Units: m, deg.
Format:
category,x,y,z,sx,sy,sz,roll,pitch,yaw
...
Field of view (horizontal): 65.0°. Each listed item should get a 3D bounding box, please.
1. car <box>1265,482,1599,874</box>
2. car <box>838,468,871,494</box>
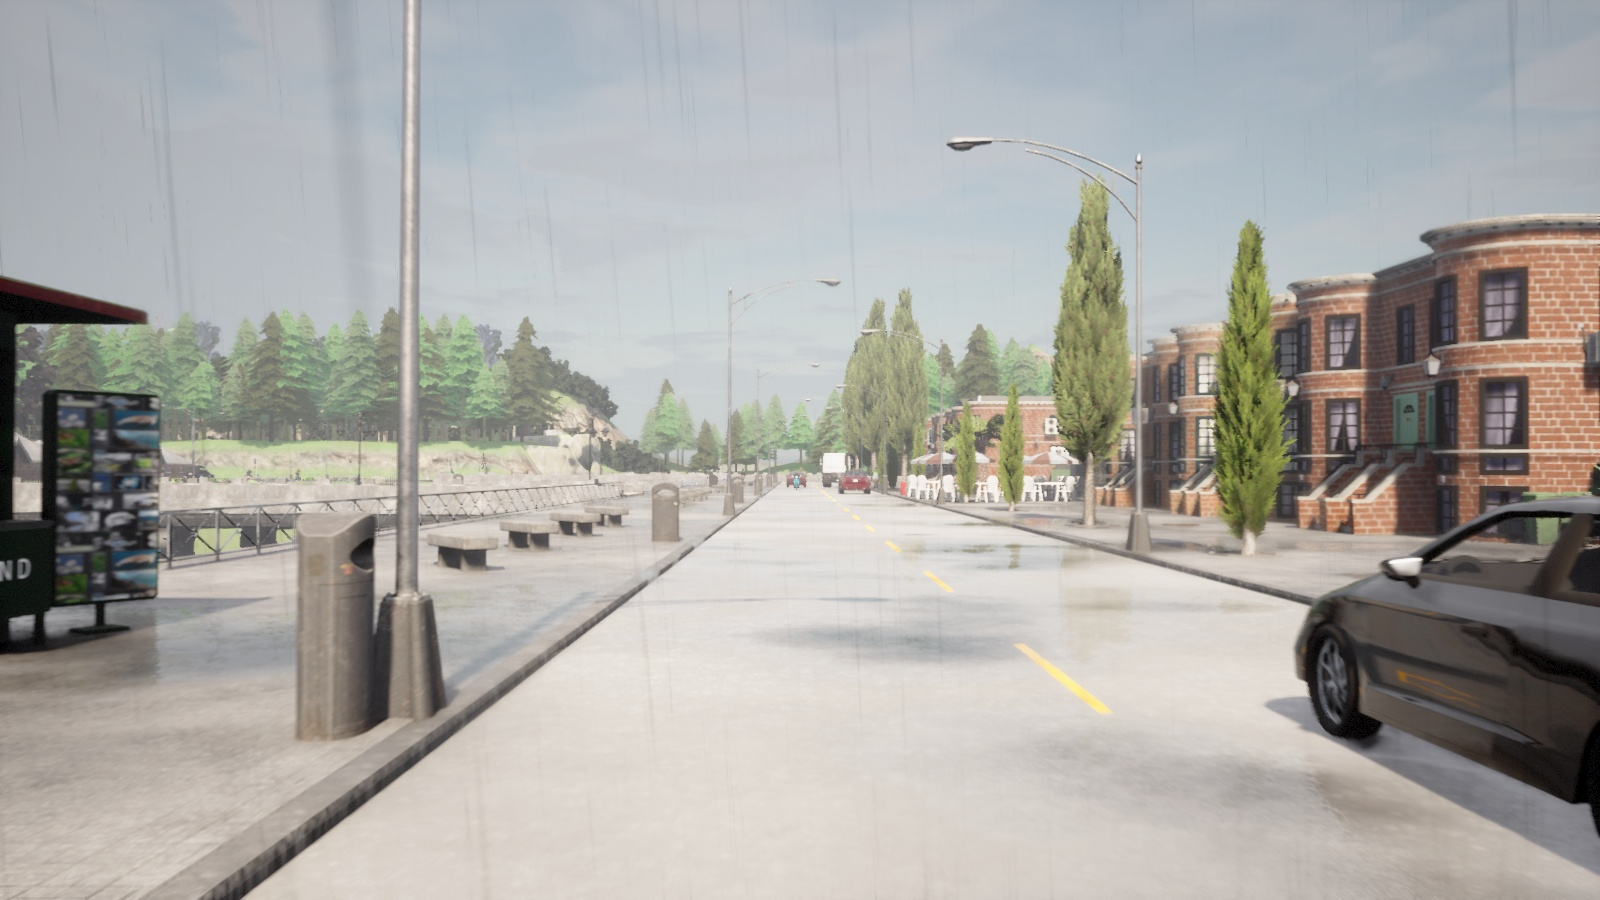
category,x,y,z,sx,sy,sz,roll,pitch,yaw
car,3.983,0.916,6.179,1.816,1.474,4.193,0,-1,0
car,3.771,2.124,87.598,2.097,1.767,4.553,0,-1,0
